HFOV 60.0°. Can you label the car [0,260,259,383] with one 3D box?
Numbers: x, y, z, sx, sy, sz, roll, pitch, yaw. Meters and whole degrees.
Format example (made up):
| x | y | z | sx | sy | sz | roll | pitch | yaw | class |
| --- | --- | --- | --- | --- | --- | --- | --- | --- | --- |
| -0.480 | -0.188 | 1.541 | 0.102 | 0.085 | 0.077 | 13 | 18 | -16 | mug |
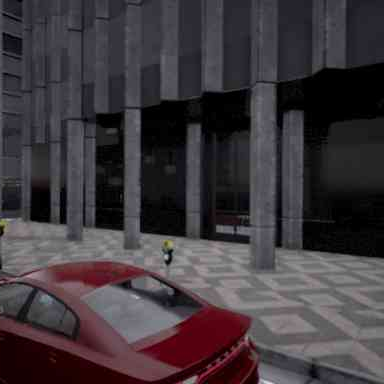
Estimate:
| x | y | z | sx | sy | sz | roll | pitch | yaw | class |
| --- | --- | --- | --- | --- | --- | --- | --- | --- | --- |
| -1.458 | 1.526 | 3.999 | 4.507 | 1.381 | 1.887 | 0 | 0 | 36 | car |
